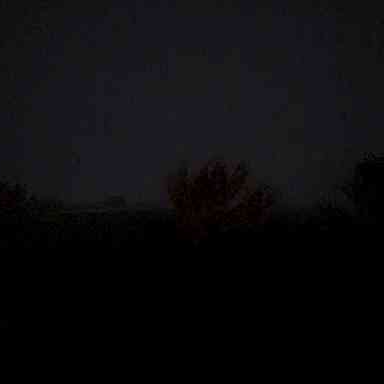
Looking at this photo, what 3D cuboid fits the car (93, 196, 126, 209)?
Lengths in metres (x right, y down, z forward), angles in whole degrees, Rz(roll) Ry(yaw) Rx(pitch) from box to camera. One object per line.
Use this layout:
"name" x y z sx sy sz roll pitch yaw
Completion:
"car" -12.885 1.663 52.368 2.150 2.045 5.566 -1 -1 36

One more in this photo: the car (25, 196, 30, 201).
"car" -22.000 1.496 39.727 2.150 2.045 5.566 -1 -1 36
